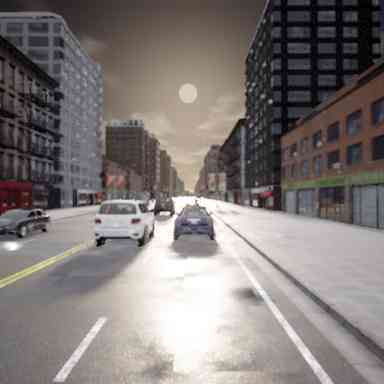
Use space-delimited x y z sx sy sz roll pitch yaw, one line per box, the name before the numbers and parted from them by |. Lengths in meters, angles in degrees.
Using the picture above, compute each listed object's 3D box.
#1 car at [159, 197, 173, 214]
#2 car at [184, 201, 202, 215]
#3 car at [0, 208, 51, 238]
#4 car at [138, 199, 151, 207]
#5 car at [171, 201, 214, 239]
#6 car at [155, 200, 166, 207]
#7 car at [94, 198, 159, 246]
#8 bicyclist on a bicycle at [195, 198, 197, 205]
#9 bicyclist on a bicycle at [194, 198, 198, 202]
car | -3.142 1.654 38.937 2.150 2.045 5.566 0 -1 0
car | 0.098 1.949 41.213 2.128 1.511 4.902 0 -1 0
car | -9.820 1.720 19.183 1.837 1.490 4.892 0 -1 0
car | -9.729 2.278 68.685 2.128 1.511 4.902 0 -1 0
car | 0.108 1.563 18.881 2.097 1.767 4.553 0 -1 0
car | -6.479 2.347 68.653 1.895 1.301 4.718 0 -1 0
car | -3.142 1.405 16.376 2.150 2.045 5.566 0 -1 0
bicyclist on a bicycle | 0.919 2.356 81.161 0.582 1.620 1.656 0 -1 0
bicyclist on a bicycle | 0.912 2.243 72.160 0.866 1.612 1.509 0 -1 0
